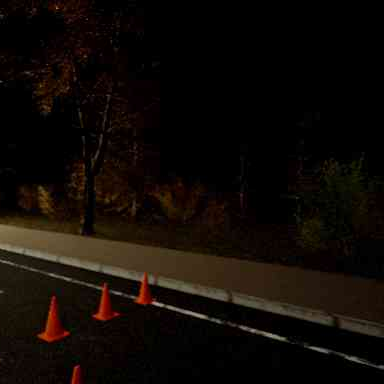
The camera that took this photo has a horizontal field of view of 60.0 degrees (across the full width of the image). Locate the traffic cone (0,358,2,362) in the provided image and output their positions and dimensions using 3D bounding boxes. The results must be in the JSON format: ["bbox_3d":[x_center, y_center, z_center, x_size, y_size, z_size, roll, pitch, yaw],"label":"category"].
[{"bbox_3d":[-2.698,1.904,4.287,0.340,0.580,0.340,1,0,36],"label":"traffic cone"}]

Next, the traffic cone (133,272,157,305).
[{"bbox_3d":[-0.946,1.909,6.722,0.340,0.580,0.340,1,0,36],"label":"traffic cone"}]

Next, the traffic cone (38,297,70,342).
[{"bbox_3d":[-2.114,1.905,5.099,0.340,0.580,0.340,1,0,36],"label":"traffic cone"}]

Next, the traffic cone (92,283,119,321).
[{"bbox_3d":[-1.530,1.907,5.910,0.340,0.580,0.340,1,0,36],"label":"traffic cone"}]

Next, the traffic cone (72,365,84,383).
[{"bbox_3d":[-1.075,1.928,3.118,0.340,0.580,0.340,1,0,36],"label":"traffic cone"}]
